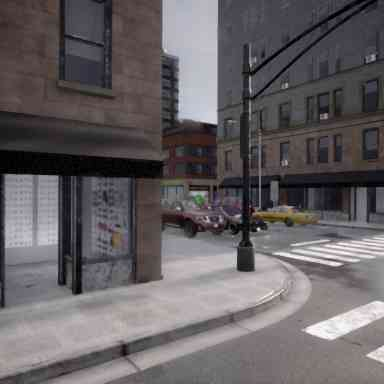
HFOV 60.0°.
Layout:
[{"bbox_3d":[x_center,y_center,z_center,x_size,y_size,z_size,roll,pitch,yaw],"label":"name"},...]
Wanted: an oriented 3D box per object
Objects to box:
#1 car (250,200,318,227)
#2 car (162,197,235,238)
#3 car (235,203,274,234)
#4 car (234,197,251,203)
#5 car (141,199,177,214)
[{"bbox_3d":[6.115,1.529,22.703,1.752,1.417,4.829,0,0,-36],"label":"car"},{"bbox_3d":[-0.322,1.285,17.909,2.192,1.841,5.009,0,0,-36],"label":"car"},{"bbox_3d":[1.796,1.528,19.250,2.033,1.411,5.357,0,0,-38],"label":"car"},{"bbox_3d":[2.915,1.313,27.187,2.192,1.841,5.009,0,0,-36],"label":"car"},{"bbox_3d":[-3.685,1.530,36.431,1.887,1.381,4.507,0,0,-36],"label":"car"}]
